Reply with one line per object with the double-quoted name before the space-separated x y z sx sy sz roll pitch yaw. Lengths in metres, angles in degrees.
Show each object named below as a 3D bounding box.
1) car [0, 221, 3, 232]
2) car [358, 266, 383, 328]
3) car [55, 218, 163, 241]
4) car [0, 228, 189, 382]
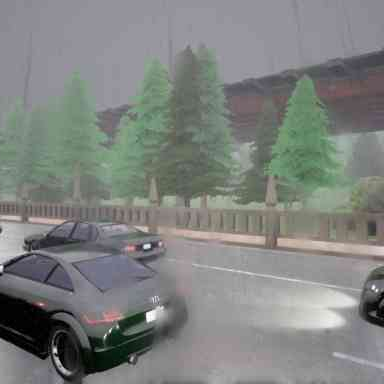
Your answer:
"car" -11.419 1.547 16.466 5.357 1.411 2.033 0 0 36
"car" 4.793 1.564 4.869 4.181 1.385 1.994 0 0 36
"car" -3.273 1.547 10.648 5.357 1.411 2.033 0 0 36
"car" -2.113 1.564 5.511 4.181 1.385 1.994 0 0 35
